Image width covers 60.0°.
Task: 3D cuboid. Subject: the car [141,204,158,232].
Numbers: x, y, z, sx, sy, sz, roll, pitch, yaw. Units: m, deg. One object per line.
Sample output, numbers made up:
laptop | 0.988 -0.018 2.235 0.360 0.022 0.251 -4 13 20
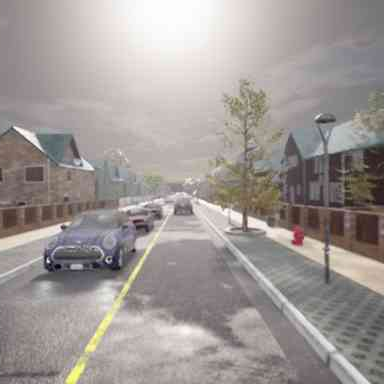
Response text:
car | -3.425 1.694 20.923 1.895 1.301 4.718 0 0 -2

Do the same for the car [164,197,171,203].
car | -4.793 1.776 69.772 2.033 1.411 5.357 0 0 -2

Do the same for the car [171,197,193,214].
car | -0.974 1.479 37.345 2.097 1.767 4.553 0 0 -2

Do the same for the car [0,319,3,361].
car | -2.856 1.519 1.521 2.128 1.511 4.902 0 0 -2

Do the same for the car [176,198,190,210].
car | -1.306 1.676 48.458 1.837 1.490 4.892 0 0 -2

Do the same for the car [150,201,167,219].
car | -3.680 1.728 30.811 1.895 1.301 4.718 0 0 -1

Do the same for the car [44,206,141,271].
car | -3.141 1.411 11.123 2.097 1.767 4.553 0 0 -2
